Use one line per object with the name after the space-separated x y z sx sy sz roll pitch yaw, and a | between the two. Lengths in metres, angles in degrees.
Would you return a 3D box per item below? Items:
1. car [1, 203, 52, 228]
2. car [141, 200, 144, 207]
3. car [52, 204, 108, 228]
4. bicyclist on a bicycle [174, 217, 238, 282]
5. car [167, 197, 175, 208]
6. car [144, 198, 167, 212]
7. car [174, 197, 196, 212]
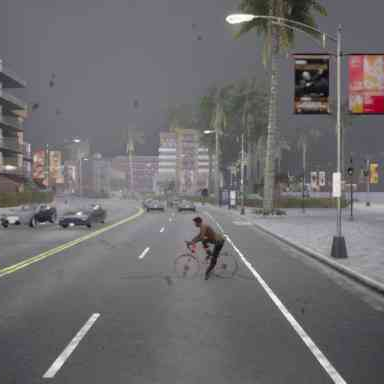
-10.627 1.492 22.096 2.128 1.511 4.902 0 0 0 | car
-6.139 1.564 48.197 1.994 1.385 4.181 0 0 -14 | car
-7.099 1.547 22.305 2.033 1.411 5.357 0 0 0 | car
0.332 1.453 8.507 1.656 1.620 0.582 -2 0 0 | bicyclist on a bicycle
-2.490 1.491 48.258 2.128 1.511 4.902 0 0 -15 | car
-4.323 1.564 39.131 1.994 1.385 4.181 0 0 -6 | car
-0.694 1.564 38.390 1.994 1.385 4.181 0 0 -5 | car
